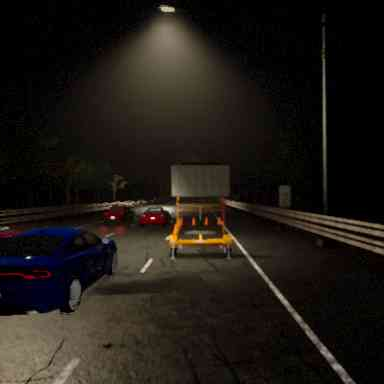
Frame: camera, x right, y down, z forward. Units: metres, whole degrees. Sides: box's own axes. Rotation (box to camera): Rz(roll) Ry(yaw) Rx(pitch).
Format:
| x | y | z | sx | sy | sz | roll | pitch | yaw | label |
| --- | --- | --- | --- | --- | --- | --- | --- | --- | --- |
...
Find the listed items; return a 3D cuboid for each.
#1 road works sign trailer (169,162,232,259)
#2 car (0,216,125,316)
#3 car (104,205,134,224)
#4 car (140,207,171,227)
| x | y | z | sx | sy | sz | roll | pitch | yaw | label |
| --- | --- | --- | --- | --- | --- | --- | --- | --- | --- |
| 0.340 | 0.619 | 13.329 | 2.380 | 3.560 | 2.880 | 0 | -1 | 1 | road works sign trailer |
| -3.177 | 1.585 | 7.909 | 1.882 | 1.535 | 5.008 | 0 | -1 | 1 | car |
| -6.216 | 1.884 | 28.603 | 1.812 | 1.442 | 4.674 | 0 | -1 | 1 | car |
| -2.775 | 1.877 | 25.877 | 1.994 | 1.385 | 4.181 | 0 | -1 | 1 | car |
